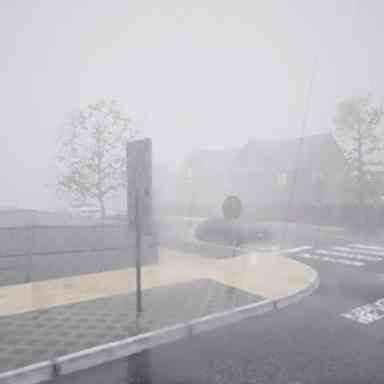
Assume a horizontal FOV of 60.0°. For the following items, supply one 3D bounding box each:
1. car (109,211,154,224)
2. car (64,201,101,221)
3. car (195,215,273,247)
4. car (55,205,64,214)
[{"bbox_3d":[-4.799,2.149,26.117,1.895,1.301,4.718,-1,-1,-36],"label":"car"},{"bbox_3d":[-11.593,2.046,35.614,2.150,2.045,5.566,-1,-1,-35],"label":"car"},{"bbox_3d":[1.966,1.836,16.666,1.994,1.385,4.181,-1,-1,-35],"label":"car"},{"bbox_3d":[-19.917,2.762,52.134,2.033,1.411,5.357,-1,-1,-36],"label":"car"}]
